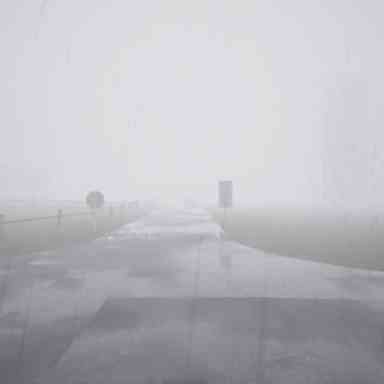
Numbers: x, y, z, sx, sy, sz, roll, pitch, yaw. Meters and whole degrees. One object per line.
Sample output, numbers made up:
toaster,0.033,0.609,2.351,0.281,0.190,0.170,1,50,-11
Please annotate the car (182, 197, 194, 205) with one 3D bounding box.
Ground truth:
car,-0.738,1.662,62.525,1.837,1.490,4.892,0,0,-6

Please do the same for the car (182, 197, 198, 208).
car,-0.063,1.688,51.999,2.033,1.411,5.357,0,0,-2
